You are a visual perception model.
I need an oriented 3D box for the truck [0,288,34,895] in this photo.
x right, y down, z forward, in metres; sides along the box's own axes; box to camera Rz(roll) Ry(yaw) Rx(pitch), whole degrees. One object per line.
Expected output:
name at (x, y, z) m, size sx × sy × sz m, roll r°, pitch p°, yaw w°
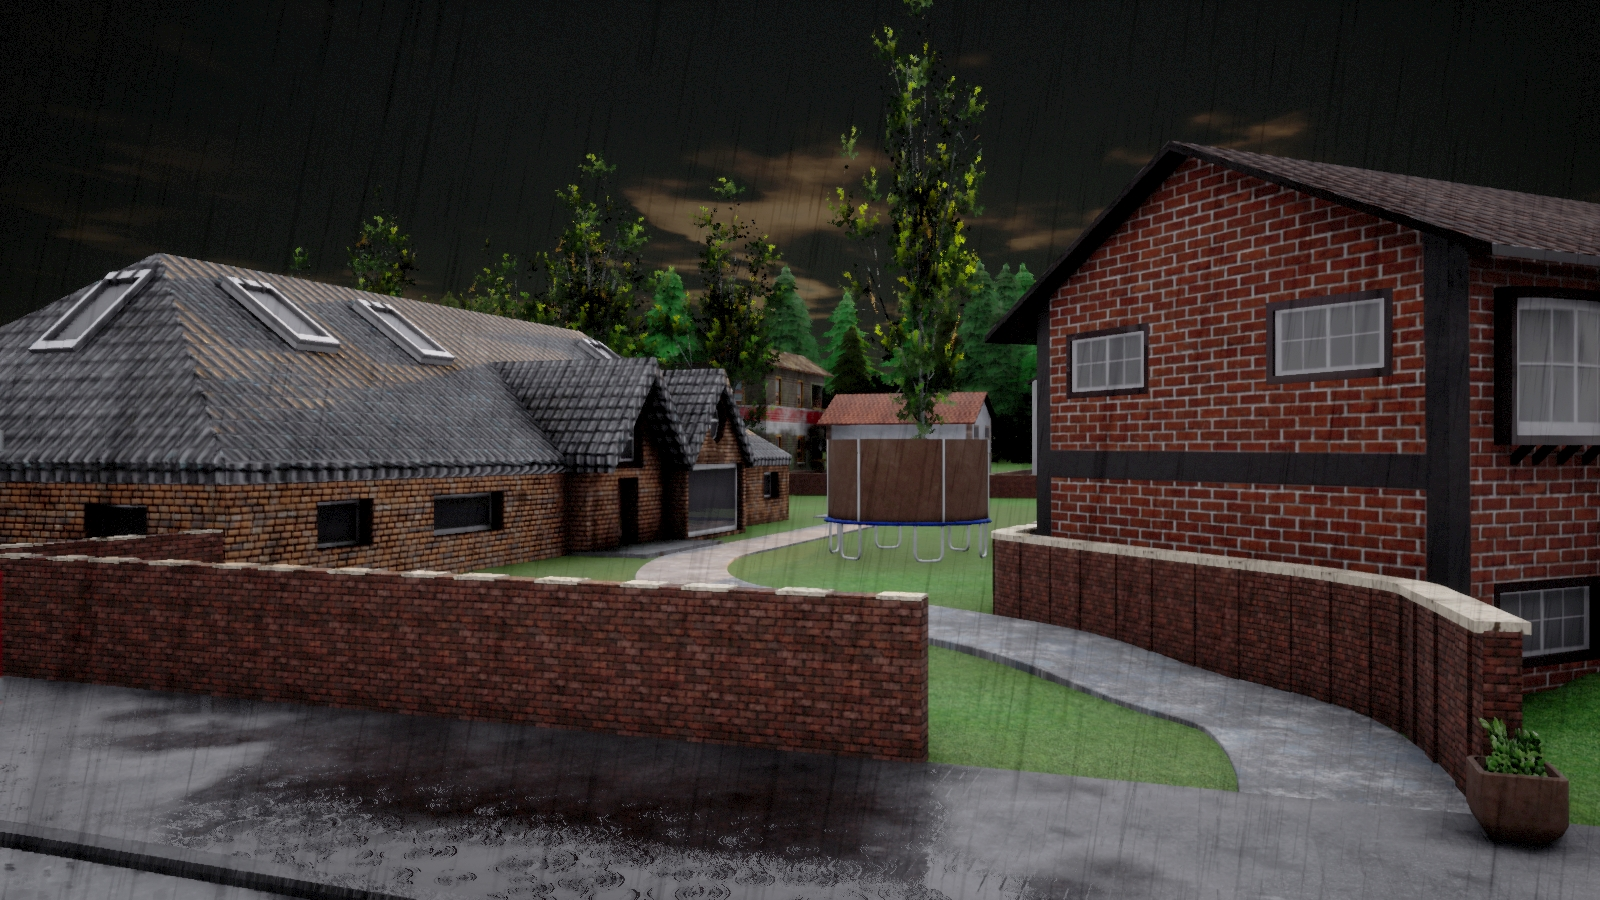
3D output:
truck at (-9.443, 0.890, 7.533) m, size 8.468 × 3.827 × 2.891 m, roll 0°, pitch 0°, yaw 20°
